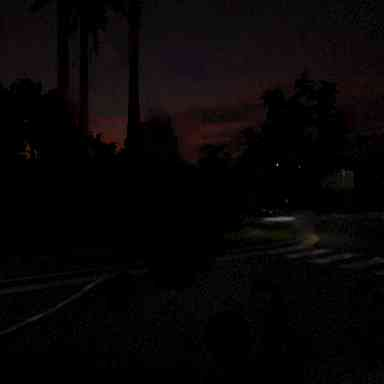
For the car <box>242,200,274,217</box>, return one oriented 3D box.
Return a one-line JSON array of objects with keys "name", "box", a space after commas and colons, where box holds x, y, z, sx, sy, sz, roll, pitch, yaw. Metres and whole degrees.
[{"name": "car", "box": [5.804, 1.609, 32.518, 1.837, 1.490, 4.892, 0, 0, -36]}]
